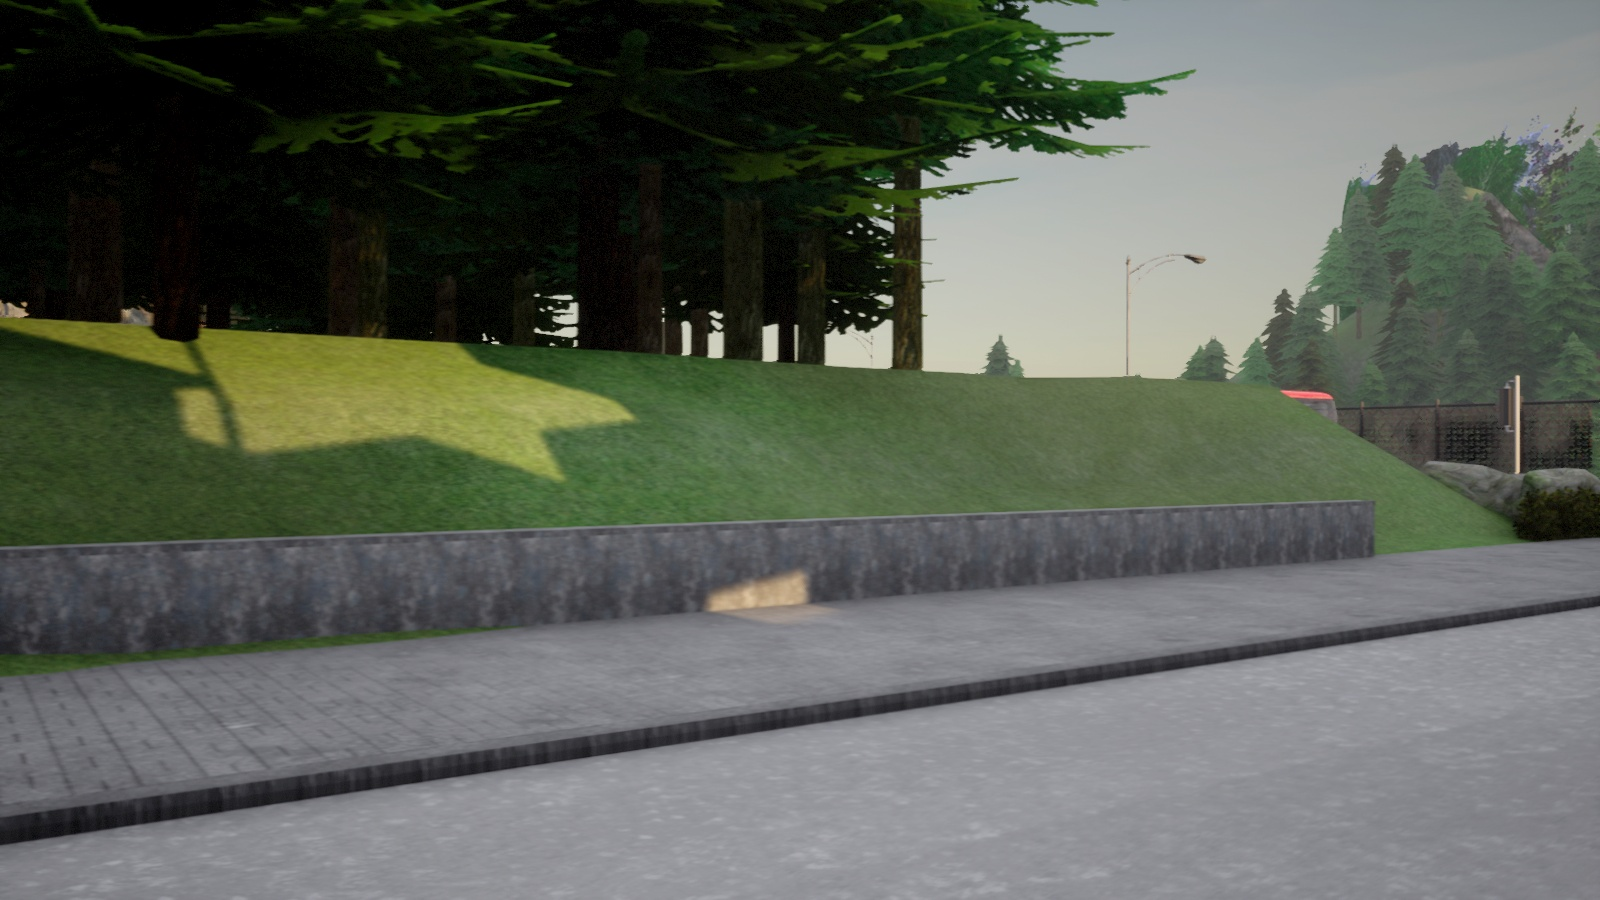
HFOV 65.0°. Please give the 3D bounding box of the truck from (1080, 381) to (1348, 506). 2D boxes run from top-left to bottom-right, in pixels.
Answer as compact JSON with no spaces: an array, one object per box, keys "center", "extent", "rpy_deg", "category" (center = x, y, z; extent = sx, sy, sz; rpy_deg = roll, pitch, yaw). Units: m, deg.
[{"center":[12.605,-0.168,39.094],"extent":[2.891,3.462,7.936],"rpy_deg":[0,0,-32],"category":"truck"}]
